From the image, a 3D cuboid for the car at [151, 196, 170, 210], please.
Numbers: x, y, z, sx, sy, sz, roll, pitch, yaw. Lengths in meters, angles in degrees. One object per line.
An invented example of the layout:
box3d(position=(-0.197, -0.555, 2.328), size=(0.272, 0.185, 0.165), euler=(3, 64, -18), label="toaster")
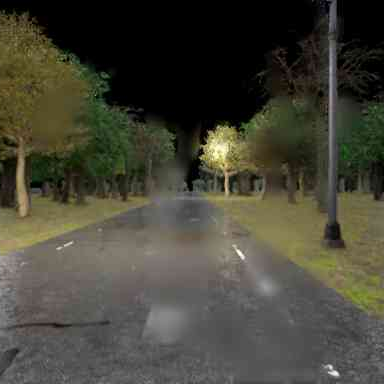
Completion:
box3d(position=(-3.507, 1.237, 38.115), size=(2.128, 1.511, 4.902), euler=(0, 1, 0), label="car")
